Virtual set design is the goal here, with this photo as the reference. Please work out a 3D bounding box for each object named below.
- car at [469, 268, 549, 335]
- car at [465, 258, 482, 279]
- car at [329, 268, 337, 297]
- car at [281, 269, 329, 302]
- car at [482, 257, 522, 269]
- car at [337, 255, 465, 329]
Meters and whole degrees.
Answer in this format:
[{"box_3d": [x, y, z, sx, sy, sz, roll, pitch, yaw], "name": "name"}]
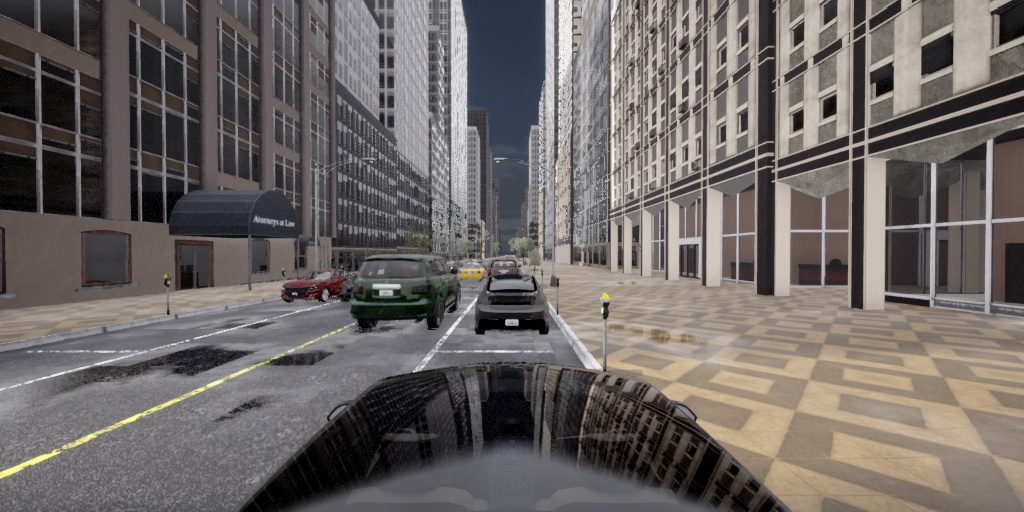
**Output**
[{"box_3d": [-0.001, 1.252, 10.501, 1.837, 1.490, 4.892, 0, 0, 0], "name": "car"}, {"box_3d": [-3.146, 1.201, 28.967, 1.801, 1.575, 5.366, 0, 0, 0], "name": "car"}, {"box_3d": [-6.247, 1.252, 16.674, 1.837, 1.490, 4.892, 0, 0, 0], "name": "car"}, {"box_3d": [-8.837, 1.292, 16.839, 1.888, 1.381, 4.507, 0, 0, 0], "name": "car"}, {"box_3d": [-0.457, 1.061, 22.523, 2.192, 1.841, 5.009, 0, 0, 0], "name": "car"}, {"box_3d": [-3.043, 0.971, 11.354, 2.150, 2.045, 5.566, 0, 0, 0], "name": "car"}]
